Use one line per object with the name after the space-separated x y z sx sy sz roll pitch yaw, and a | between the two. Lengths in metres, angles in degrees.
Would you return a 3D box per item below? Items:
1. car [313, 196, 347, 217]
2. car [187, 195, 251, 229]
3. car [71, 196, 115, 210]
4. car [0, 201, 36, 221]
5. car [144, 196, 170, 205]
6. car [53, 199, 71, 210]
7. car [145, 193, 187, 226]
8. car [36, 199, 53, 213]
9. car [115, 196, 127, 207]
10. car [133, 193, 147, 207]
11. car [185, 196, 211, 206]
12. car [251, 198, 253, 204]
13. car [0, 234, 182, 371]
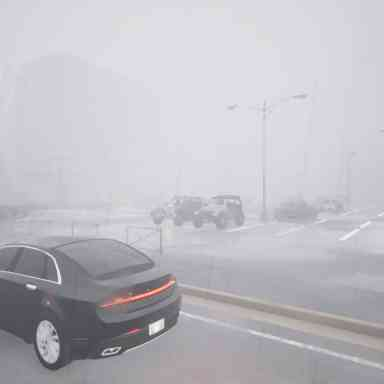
13.779 1.395 33.146 1.970 1.475 3.806 0 0 34 | car
1.732 1.156 20.212 1.905 1.878 3.866 0 0 34 | car
-12.470 1.526 42.149 1.812 1.442 4.674 0 0 34 | car
-15.049 1.491 25.398 2.128 1.511 4.902 0 0 34 | car
-6.028 1.526 57.920 1.812 1.442 4.674 0 0 35 | car
-17.144 1.547 41.492 2.033 1.411 5.357 0 0 34 | car
-0.632 1.153 21.882 1.932 1.855 4.605 0 0 34 | car
-17.472 1.601 34.738 1.895 1.301 4.718 0 0 34 | car
-11.807 1.352 49.410 2.097 1.767 4.553 0 0 34 | car
-6.584 1.221 50.860 2.150 2.045 5.566 0 0 34 | car
1.083 1.478 55.672 1.882 1.535 5.008 0 0 34 | car
9.870 1.505 62.456 1.837 1.490 4.892 0 0 34 | car
-2.429 1.505 5.733 4.892 1.490 1.837 0 0 36 | car
